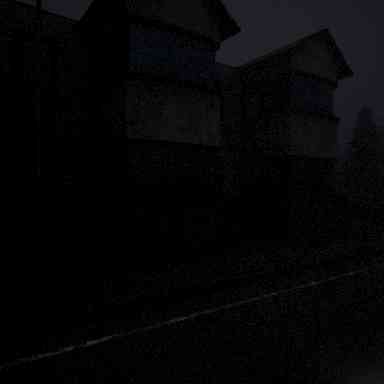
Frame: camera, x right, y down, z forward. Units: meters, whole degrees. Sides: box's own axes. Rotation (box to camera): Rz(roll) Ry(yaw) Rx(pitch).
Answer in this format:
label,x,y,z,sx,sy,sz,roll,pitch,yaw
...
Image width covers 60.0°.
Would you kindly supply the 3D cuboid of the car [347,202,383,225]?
label,x,y,z,sx,sy,sz,roll,pitch,yaw
car,12.453,1.505,24.445,1.837,1.490,4.892,0,0,-35
